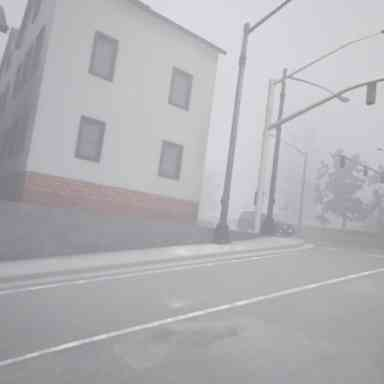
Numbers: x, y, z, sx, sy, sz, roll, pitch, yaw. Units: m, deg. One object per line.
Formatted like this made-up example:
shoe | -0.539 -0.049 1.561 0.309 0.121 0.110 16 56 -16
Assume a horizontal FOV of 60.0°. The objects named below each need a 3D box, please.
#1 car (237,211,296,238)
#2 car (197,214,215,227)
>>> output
car | 6.394 2.808 29.213 2.150 2.045 5.566 11 -7 -35
car | 0.385 3.142 37.519 2.033 1.411 5.357 11 -7 -35
